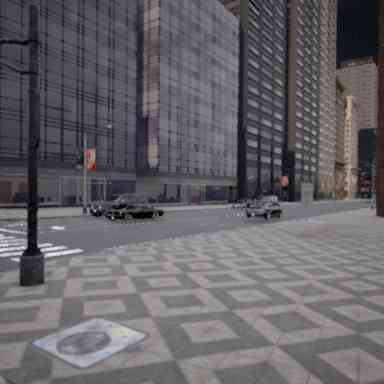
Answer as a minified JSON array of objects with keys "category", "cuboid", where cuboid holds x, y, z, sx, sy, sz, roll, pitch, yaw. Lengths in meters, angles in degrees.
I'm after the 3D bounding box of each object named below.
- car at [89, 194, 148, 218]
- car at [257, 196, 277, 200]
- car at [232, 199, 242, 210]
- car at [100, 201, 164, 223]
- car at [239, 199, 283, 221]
[{"category":"car","cuboid":[-6.063,1.165,28.514,2.150,2.045,5.566,1,0,36]},{"category":"car","cuboid":[9.876,1.517,45.015,2.150,2.045,5.566,1,-1,36]},{"category":"car","cuboid":[7.452,1.749,47.208,2.128,1.511,4.902,1,0,36]},{"category":"car","cuboid":[-4.326,1.566,25.379,1.895,1.301,4.718,1,0,36]},{"category":"car","cuboid":[6.393,1.669,28.964,2.128,1.511,4.902,1,0,36]}]
